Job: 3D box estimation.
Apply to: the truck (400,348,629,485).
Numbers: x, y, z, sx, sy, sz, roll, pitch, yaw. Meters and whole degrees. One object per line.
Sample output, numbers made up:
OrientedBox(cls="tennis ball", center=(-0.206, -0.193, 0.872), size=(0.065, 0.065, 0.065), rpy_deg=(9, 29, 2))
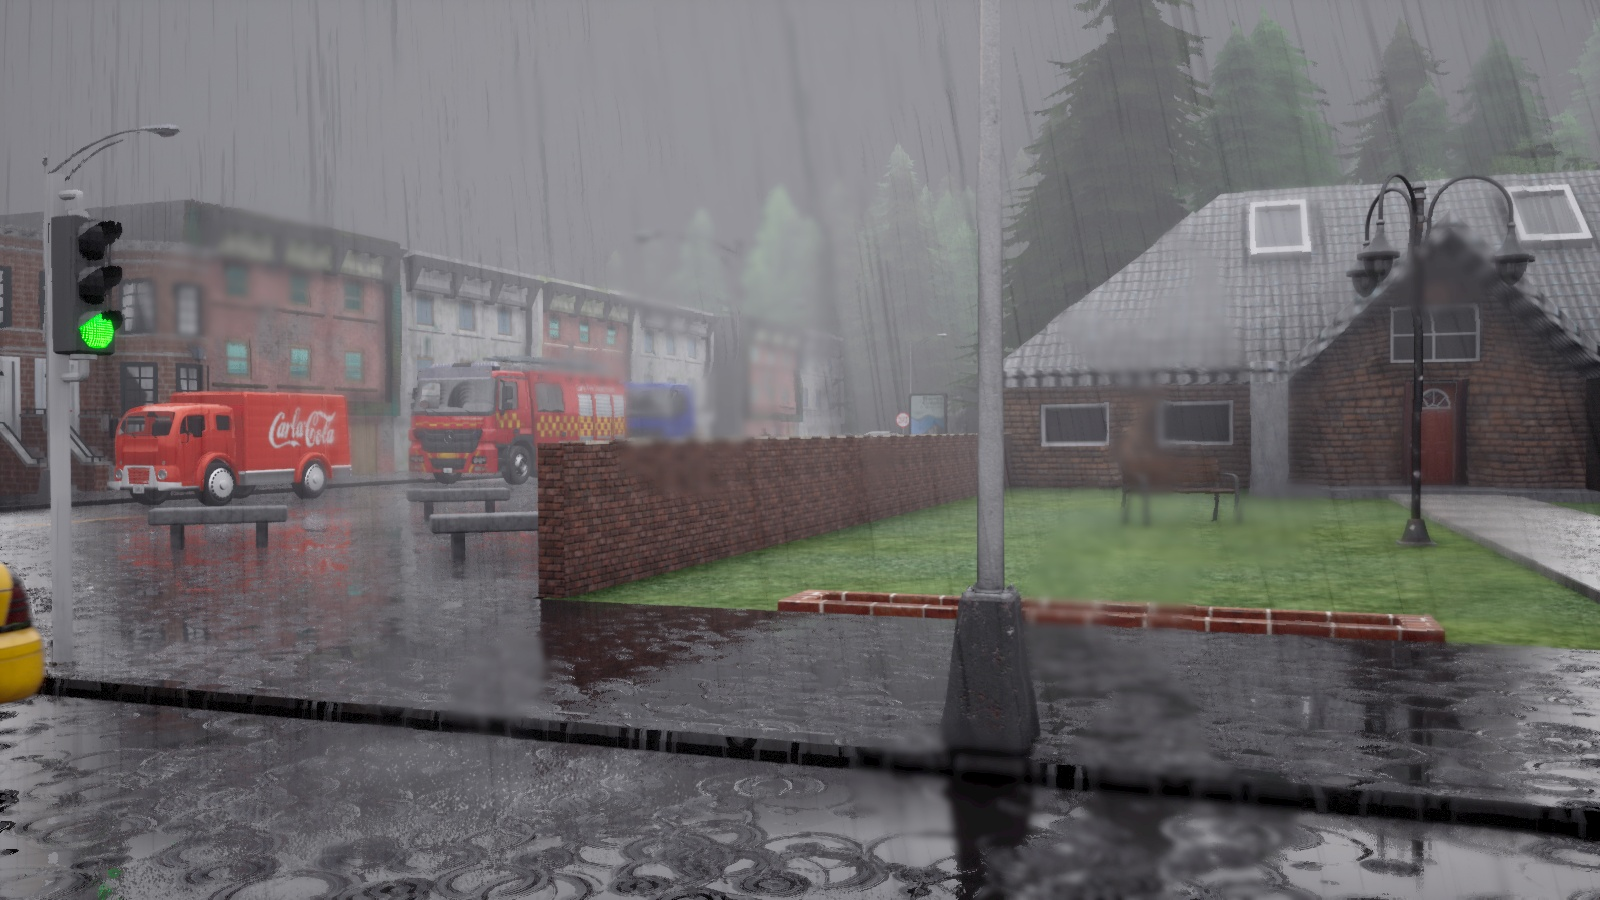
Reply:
OrientedBox(cls="truck", center=(-8.667, -1.003, 39.476), size=(2.891, 3.827, 8.468), rpy_deg=(1, 1, 20))

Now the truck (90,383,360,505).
OrientedBox(cls="truck", center=(-12.732, -0.161, 28.262), size=(2.627, 2.467, 5.204), rpy_deg=(1, 1, 20))

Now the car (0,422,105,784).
OrientedBox(cls="car", center=(-6.125, 0.646, 6.016), size=(5.366, 1.575, 1.801), rpy_deg=(1, 1, 20))

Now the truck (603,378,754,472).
OrientedBox(cls="truck", center=(-4.694, -0.980, 50.418), size=(2.891, 3.462, 7.936), rpy_deg=(1, 1, 20))
